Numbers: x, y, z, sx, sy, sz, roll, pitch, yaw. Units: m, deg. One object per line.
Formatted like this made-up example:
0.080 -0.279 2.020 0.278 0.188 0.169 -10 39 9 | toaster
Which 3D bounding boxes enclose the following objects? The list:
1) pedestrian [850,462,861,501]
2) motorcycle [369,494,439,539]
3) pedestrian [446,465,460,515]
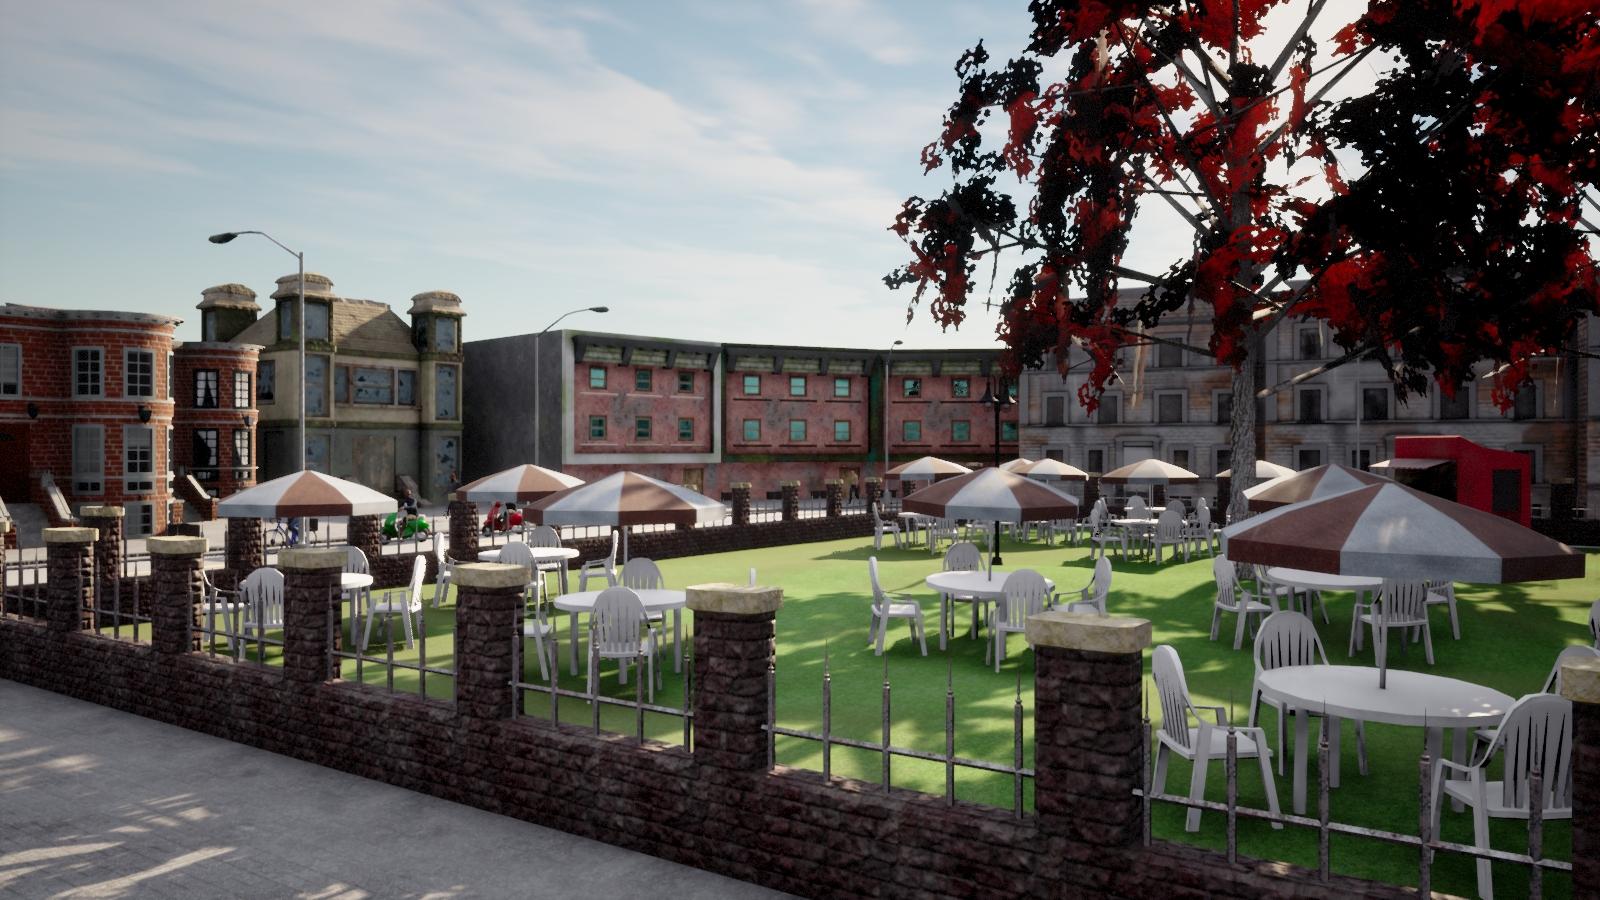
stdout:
2.670 1.514 55.265 0.375 1.860 0.375 0 0 -37 | pedestrian
-11.759 1.950 33.969 0.856 1.236 1.805 0 0 35 | motorcycle
-13.159 1.516 43.338 0.375 1.860 0.375 0 0 32 | pedestrian
